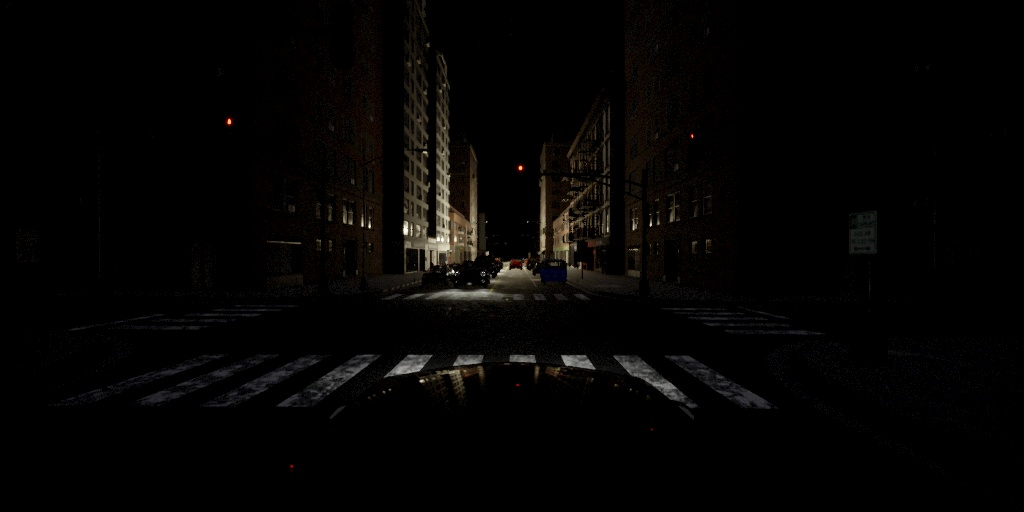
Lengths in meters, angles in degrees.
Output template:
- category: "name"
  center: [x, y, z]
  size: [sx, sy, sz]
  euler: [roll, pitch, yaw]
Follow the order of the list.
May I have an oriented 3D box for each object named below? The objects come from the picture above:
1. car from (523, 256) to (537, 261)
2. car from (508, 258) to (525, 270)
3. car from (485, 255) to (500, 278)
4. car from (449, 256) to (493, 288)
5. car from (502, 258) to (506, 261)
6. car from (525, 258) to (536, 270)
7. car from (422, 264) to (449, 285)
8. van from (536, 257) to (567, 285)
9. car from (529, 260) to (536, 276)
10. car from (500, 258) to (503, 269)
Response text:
- category: "car"
  center: [3.142, 1.053, 53.816]
  size: [2.192, 1.841, 5.009]
  euler: [0, 0, 1]
- category: "car"
  center: [0.595, 1.340, 53.116]
  size: [1.895, 1.301, 4.718]
  euler: [0, 0, 1]
- category: "car"
  center: [-2.533, 0.969, 33.826]
  size: [2.150, 2.045, 5.566]
  euler: [0, 0, 1]
- category: "car"
  center: [-2.587, 1.100, 23.894]
  size: [2.097, 1.767, 4.553]
  euler: [0, 0, 0]
- category: "car"
  center: [-2.304, 1.340, 53.775]
  size: [1.895, 1.301, 4.718]
  euler: [0, 0, 1]
- category: "car"
  center: [3.086, 1.325, 48.135]
  size: [1.802, 1.307, 4.207]
  euler: [0, 0, 1]
- category: "car"
  center: [-5.161, 1.299, 25.480]
  size: [2.007, 1.370, 4.403]
  euler: [0, 0, 1]
- category: "van"
  center: [2.864, 1.089, 25.411]
  size: [1.690, 1.789, 3.998]
  euler: [0, 0, 1]
- category: "car"
  center: [2.975, 1.329, 36.772]
  size: [1.802, 1.307, 4.207]
  euler: [0, 0, 1]
- category: "car"
  center: [-2.436, 1.309, 43.865]
  size: [1.994, 1.385, 4.181]
  euler: [0, 0, 0]
